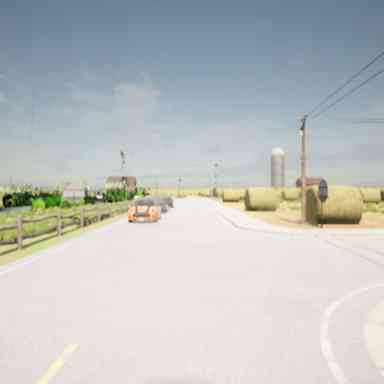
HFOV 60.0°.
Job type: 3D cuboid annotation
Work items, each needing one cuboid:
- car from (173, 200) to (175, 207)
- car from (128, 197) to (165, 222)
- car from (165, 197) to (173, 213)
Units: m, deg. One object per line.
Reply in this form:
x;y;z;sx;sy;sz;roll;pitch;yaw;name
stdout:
-3.511;1.460;46.655;1.837;1.490;4.892;0;0;0;car
-3.556;1.328;25.618;2.097;1.767;4.553;0;0;0;car
-3.539;1.513;36.052;2.033;1.411;5.357;0;0;0;car
